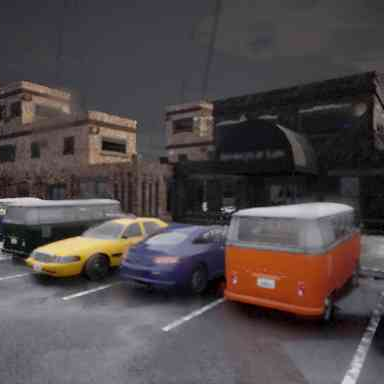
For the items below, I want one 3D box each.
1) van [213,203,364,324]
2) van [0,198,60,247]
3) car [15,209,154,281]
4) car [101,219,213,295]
[{"bbox_3d":[2.485,1.258,7.318,1.878,1.987,4.442,0,0,35],"label":"van"},{"bbox_3d":[-8.757,1.289,15.296,1.878,1.987,4.442,0,0,35],"label":"van"},{"bbox_3d":[-2.186,1.491,10.263,1.946,1.575,5.366,0,0,35],"label":"car"},{"bbox_3d":[0.169,1.529,8.816,2.002,1.452,4.674,0,0,35],"label":"car"}]
